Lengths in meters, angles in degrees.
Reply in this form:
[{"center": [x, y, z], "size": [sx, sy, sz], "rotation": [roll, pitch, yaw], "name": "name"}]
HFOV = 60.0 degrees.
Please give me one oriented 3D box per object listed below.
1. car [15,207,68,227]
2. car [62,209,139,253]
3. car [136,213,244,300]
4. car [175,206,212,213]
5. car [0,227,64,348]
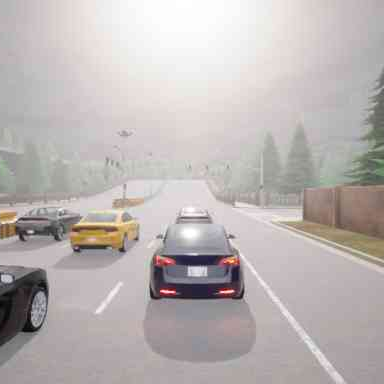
[{"center": [-6.902, 1.491, 16.646], "size": [2.128, 1.511, 4.902], "rotation": [0, 0, 0], "name": "car"}, {"center": [-3.401, 1.478, 13.798], "size": [1.882, 1.535, 5.008], "rotation": [0, 0, 0], "name": "car"}, {"center": [0.100, 1.504, 8.444], "size": [2.163, 1.488, 4.792], "rotation": [0, 0, 0], "name": "car"}, {"center": [0.097, 1.492, 17.534], "size": [2.128, 1.511, 4.902], "rotation": [0, 0, 0], "name": "car"}, {"center": [-3.399, 1.478, 3.782], "size": [1.882, 1.535, 5.008], "rotation": [0, 0, 0], "name": "car"}]
